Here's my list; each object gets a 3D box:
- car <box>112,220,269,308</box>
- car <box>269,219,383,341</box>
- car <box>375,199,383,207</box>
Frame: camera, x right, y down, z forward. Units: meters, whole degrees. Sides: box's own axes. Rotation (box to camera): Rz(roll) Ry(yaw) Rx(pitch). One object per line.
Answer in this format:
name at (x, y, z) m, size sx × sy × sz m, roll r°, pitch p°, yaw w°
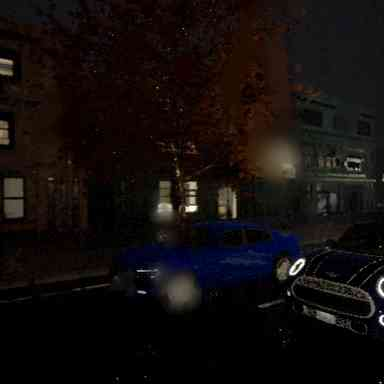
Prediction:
car at (0.552, 1.485, 8.100) m, size 5.008 × 1.535 × 1.882 m, roll 0°, pitch 0°, yaw -36°
car at (3.898, 1.362, 6.517) m, size 4.553 × 1.767 × 2.097 m, roll 0°, pitch 0°, yaw -36°
car at (31.775, 1.910, 58.081) m, size 2.008 × 1.369 × 4.403 m, roll -1°, pitch 0°, yaw -36°
